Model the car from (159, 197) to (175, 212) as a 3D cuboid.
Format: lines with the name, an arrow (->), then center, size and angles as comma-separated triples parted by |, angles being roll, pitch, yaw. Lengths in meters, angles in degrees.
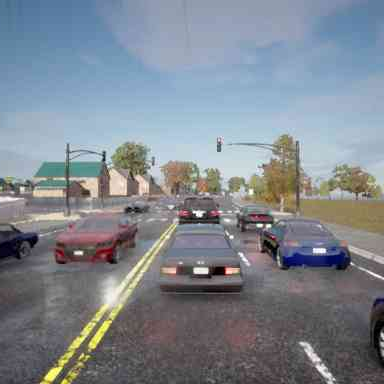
car -> -2.236, 1.545, 39.667 | 2.128, 1.511, 4.902 | 0, 0, 3

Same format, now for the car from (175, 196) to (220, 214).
car -> 0.425, 1.237, 19.106 | 2.150, 2.045, 5.566 | 0, 0, 1

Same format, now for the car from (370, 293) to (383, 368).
car -> 3.385, 1.353, 2.548 | 2.097, 1.767, 4.553 | 0, 0, 0

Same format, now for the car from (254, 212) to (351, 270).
car -> 3.502, 1.570, 11.068 | 1.994, 1.385, 4.181 | 0, 0, 1

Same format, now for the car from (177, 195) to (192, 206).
car -> -1.271, 1.444, 56.073 | 2.097, 1.767, 4.553 | 0, 0, 4

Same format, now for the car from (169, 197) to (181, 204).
car -> -3.502, 1.699, 68.982 | 1.994, 1.385, 4.181 | 0, 0, 5

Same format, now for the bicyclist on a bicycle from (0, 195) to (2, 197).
bicyclist on a bicycle -> -23.939, 1.036, 41.330 | 0.582, 1.620, 1.656 | 1, -1, 16

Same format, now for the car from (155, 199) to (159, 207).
car -> -4.674, 1.637, 53.955 | 2.033, 1.411, 5.357 | 0, 0, 4

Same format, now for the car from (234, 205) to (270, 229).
car -> 3.693, 1.520, 19.961 | 1.837, 1.490, 4.892 | 0, 0, 3

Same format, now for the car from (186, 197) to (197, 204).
car -> -0.085, 1.732, 70.880 | 1.895, 1.301, 4.718 | 0, 0, 5

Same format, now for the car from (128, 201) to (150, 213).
car -> -5.715, 1.646, 34.918 | 1.895, 1.301, 4.718 | 0, 0, 3

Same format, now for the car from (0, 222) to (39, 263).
car -> -6.483, 1.608, 9.750 | 1.895, 1.301, 4.718 | 0, 0, 1

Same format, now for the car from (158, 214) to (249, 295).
car -> 0.206, 1.553, 8.859 | 2.033, 1.411, 5.357 | 0, 0, 1

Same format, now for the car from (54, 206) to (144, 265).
car -> -3.187, 1.486, 11.990 | 1.882, 1.535, 5.008 | 0, 0, 1
